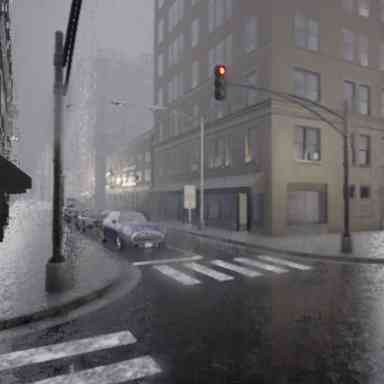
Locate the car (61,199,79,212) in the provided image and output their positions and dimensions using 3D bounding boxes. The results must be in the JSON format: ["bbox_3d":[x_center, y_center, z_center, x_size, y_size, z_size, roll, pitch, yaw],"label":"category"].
[{"bbox_3d":[-20.974,2.210,56.929,2.150,2.045,5.566,1,-1,-28],"label":"car"}]

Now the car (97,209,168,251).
[{"bbox_3d":[-2.819,1.638,15.738,2.097,1.767,4.553,1,-1,-28],"label":"car"}]

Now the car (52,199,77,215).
[{"bbox_3d":[-15.982,2.062,41.059,2.097,1.767,4.553,1,-1,-28],"label":"car"}]

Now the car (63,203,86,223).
[{"bbox_3d":[-11.350,2.107,32.089,2.033,1.411,5.357,1,-1,-27],"label":"car"}]

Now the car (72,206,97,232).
[{"bbox_3d":[-7.026,1.985,23.804,1.994,1.385,4.181,1,-1,-27],"label":"car"}]

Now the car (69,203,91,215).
[{"bbox_3d":[-16.044,2.377,47.453,2.033,1.411,5.357,1,-1,-27],"label":"car"}]
